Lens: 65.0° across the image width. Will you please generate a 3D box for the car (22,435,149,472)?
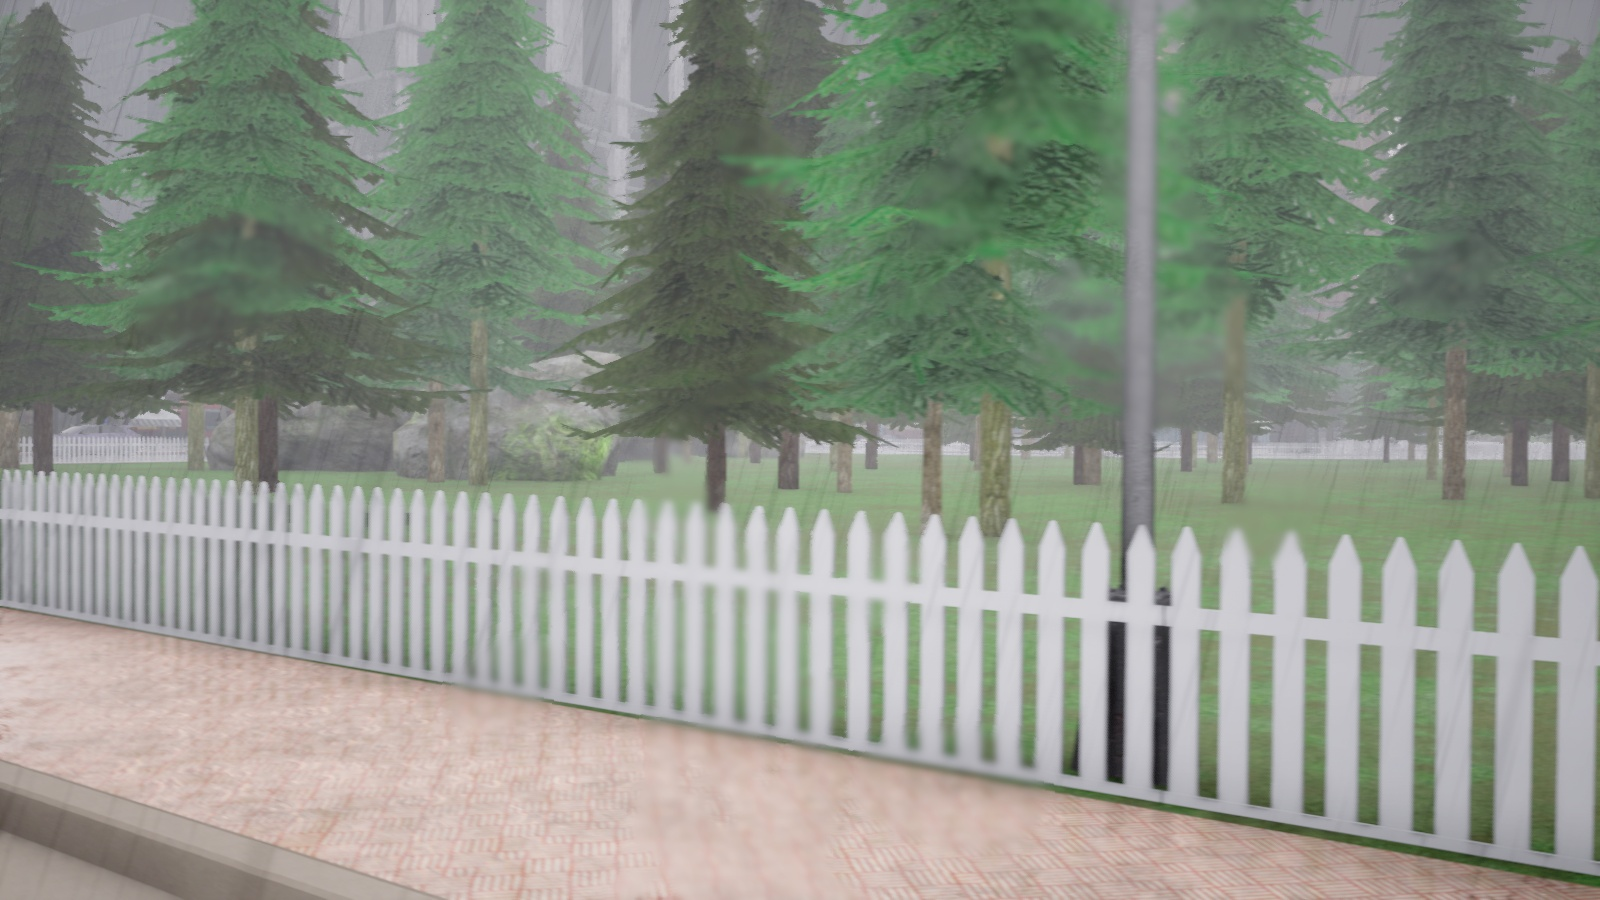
[{"bbox_3d":[-34.222,0.149,60.260,2.033,1.649,4.856,0,1,33],"label":"car"}]
